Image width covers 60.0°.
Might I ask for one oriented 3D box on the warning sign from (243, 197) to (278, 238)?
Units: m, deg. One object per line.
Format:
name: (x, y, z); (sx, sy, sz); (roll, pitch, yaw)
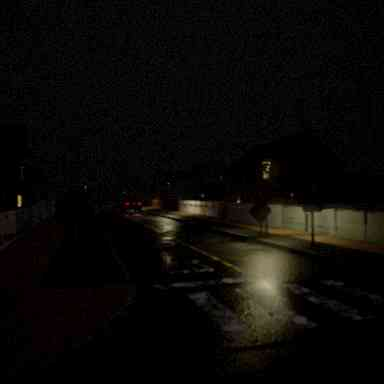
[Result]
warning sign: (3.371, 1.220, 16.415); (1.300, 1.860, 1.060); (-1, -1, -18)

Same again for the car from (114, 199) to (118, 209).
car: (-12.032, 1.990, 56.254); (2.097, 1.767, 4.553); (0, -1, -18)

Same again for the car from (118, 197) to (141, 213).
car: (-8.104, 1.674, 44.118); (2.150, 2.045, 5.566); (0, 0, -18)
